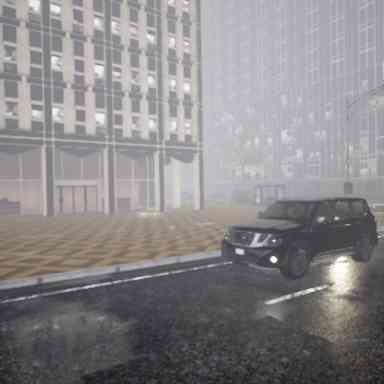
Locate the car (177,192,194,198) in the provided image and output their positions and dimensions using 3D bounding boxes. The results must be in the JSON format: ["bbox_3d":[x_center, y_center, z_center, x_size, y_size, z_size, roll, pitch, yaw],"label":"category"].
[{"bbox_3d":[-1.463,0.690,75.084,1.802,1.307,4.206,-1,1,-34],"label":"car"}]

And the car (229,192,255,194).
[{"bbox_3d":[7.603,1.126,46.865,1.947,1.339,4.313,-1,1,-34],"label":"car"}]

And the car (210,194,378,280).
[{"bbox_3d":[3.479,1.170,10.154,5.566,2.045,2.150,0,0,-35],"label":"car"}]

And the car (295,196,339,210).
[{"bbox_3d":[13.953,1.233,37.435,1.947,1.339,4.313,-1,1,-34],"label":"car"}]

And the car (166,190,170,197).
[{"bbox_3d":[-4.671,0.369,79.772,2.192,1.841,5.009,-1,1,-34],"label":"car"}]

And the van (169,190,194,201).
[{"bbox_3d":[-1.971,0.741,60.969,1.690,1.788,3.998,-1,1,-34],"label":"van"}]

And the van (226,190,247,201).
[{"bbox_3d":[8.153,0.612,61.000,1.690,1.788,3.998,-1,1,-34],"label":"van"}]

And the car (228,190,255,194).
[{"bbox_3d":[8.460,0.702,50.281,2.150,2.045,5.566,-2,1,-34],"label":"car"}]

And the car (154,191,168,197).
[{"bbox_3d":[-7.877,0.439,84.467,1.967,1.590,4.097,-1,1,-34],"label":"car"}]

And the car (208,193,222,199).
[{"bbox_3d":[4.949,0.799,65.697,1.802,1.307,4.206,-1,1,-34],"label":"car"}]

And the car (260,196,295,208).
[{"bbox_3d":[10.761,1.196,42.140,1.802,1.307,4.206,-1,1,-34],"label":"car"}]

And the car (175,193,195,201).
[{"bbox_3d":[-1.434,0.878,64.942,1.994,1.385,4.181,-2,1,-34],"label":"car"}]
